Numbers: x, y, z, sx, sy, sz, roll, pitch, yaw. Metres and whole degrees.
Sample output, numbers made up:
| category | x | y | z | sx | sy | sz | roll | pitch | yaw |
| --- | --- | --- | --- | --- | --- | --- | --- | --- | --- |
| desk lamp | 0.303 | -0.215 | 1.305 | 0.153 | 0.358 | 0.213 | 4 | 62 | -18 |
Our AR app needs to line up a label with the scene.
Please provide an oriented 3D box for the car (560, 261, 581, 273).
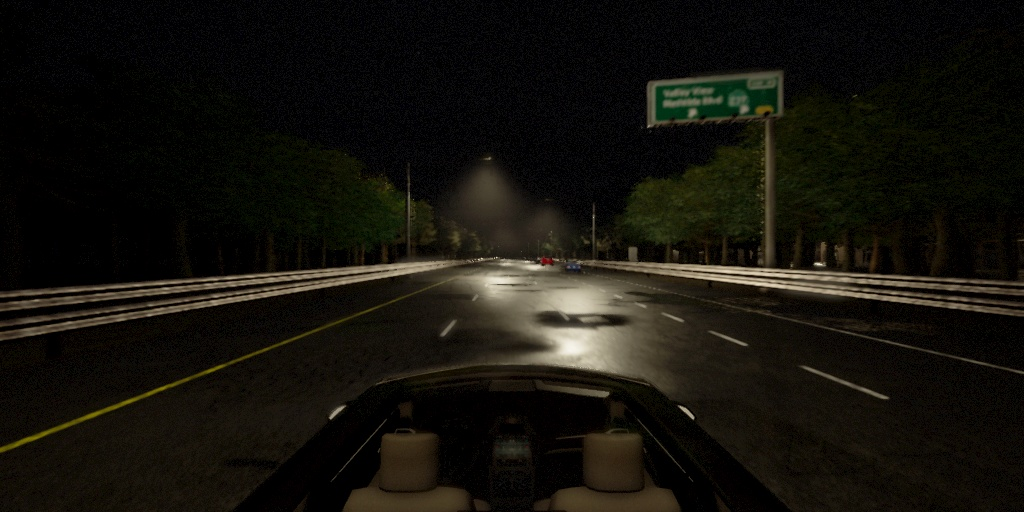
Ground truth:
| category | x | y | z | sx | sy | sz | roll | pitch | yaw |
| --- | --- | --- | --- | --- | --- | --- | --- | --- | --- |
| car | 6.996 | 1.308 | 42.950 | 2.033 | 1.411 | 5.357 | 0 | 0 | 0 |
